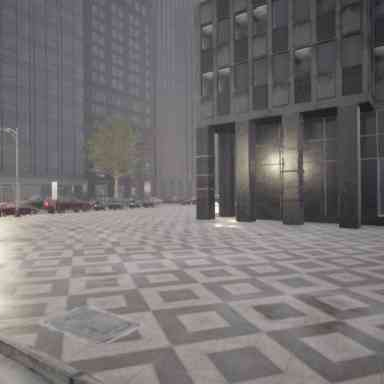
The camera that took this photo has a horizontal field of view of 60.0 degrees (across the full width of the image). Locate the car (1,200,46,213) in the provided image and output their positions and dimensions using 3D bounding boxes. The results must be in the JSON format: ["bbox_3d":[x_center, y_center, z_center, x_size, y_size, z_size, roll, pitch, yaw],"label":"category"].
[{"bbox_3d":[-19.874,1.643,39.401,1.947,1.339,4.313,-1,0,35],"label":"car"}]

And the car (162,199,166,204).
[{"bbox_3d":[-7.130,1.544,57.806,1.752,1.417,4.829,-1,0,35],"label":"car"}]

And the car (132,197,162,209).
[{"bbox_3d":[-6.448,1.509,43.816,1.947,1.339,4.313,-1,0,35],"label":"car"}]

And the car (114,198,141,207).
[{"bbox_3d":[-10.243,1.613,53.310,1.802,1.307,4.206,-1,0,35],"label":"car"}]

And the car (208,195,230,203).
[{"bbox_3d":[5.461,1.416,65.535,2.128,1.511,4.902,-1,0,35],"label":"car"}]

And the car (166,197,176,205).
[{"bbox_3d":[-2.731,1.579,59.150,1.895,1.301,4.718,-1,0,35],"label":"car"}]

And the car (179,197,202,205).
[{"bbox_3d":[-0.218,1.506,57.319,1.994,1.385,4.181,-1,0,34],"label":"car"}]

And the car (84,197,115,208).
[{"bbox_3d":[-13.455,1.484,48.673,1.967,1.590,4.097,-1,0,35],"label":"car"}]

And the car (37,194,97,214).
[{"bbox_3d":[-12.870,1.290,34.546,2.192,1.841,5.009,-1,0,35],"label":"car"}]

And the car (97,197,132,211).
[{"bbox_3d":[-9.658,1.525,39.181,1.947,1.339,4.313,-1,0,35],"label":"car"}]

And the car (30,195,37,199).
[{"bbox_3d":[-17.274,1.261,38.328,2.150,2.045,5.566,-1,0,35],"label":"car"}]

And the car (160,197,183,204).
[{"bbox_3d":[-3.822,1.574,62.583,1.947,1.339,4.313,-1,0,35],"label":"car"}]

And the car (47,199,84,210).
[{"bbox_3d":[-16.664,1.642,44.037,1.802,1.307,4.206,-1,0,35],"label":"car"}]

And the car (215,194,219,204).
[{"bbox_3d":[3.180,1.222,57.725,2.192,1.841,5.009,-1,0,35],"label":"car"}]

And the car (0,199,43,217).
[{"bbox_3d":[-16.078,1.577,29.909,1.802,1.307,4.206,-1,0,35],"label":"car"}]

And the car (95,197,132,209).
[{"bbox_3d":[-11.082,1.503,47.241,2.128,1.511,4.902,-1,0,35],"label":"car"}]

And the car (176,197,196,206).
[{"bbox_3d":[-0.029,1.462,53.088,1.887,1.381,4.507,-1,0,35],"label":"car"}]

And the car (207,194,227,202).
[{"bbox_3d":[5.808,1.296,76.493,2.192,1.841,5.009,-1,0,35],"label":"car"}]
